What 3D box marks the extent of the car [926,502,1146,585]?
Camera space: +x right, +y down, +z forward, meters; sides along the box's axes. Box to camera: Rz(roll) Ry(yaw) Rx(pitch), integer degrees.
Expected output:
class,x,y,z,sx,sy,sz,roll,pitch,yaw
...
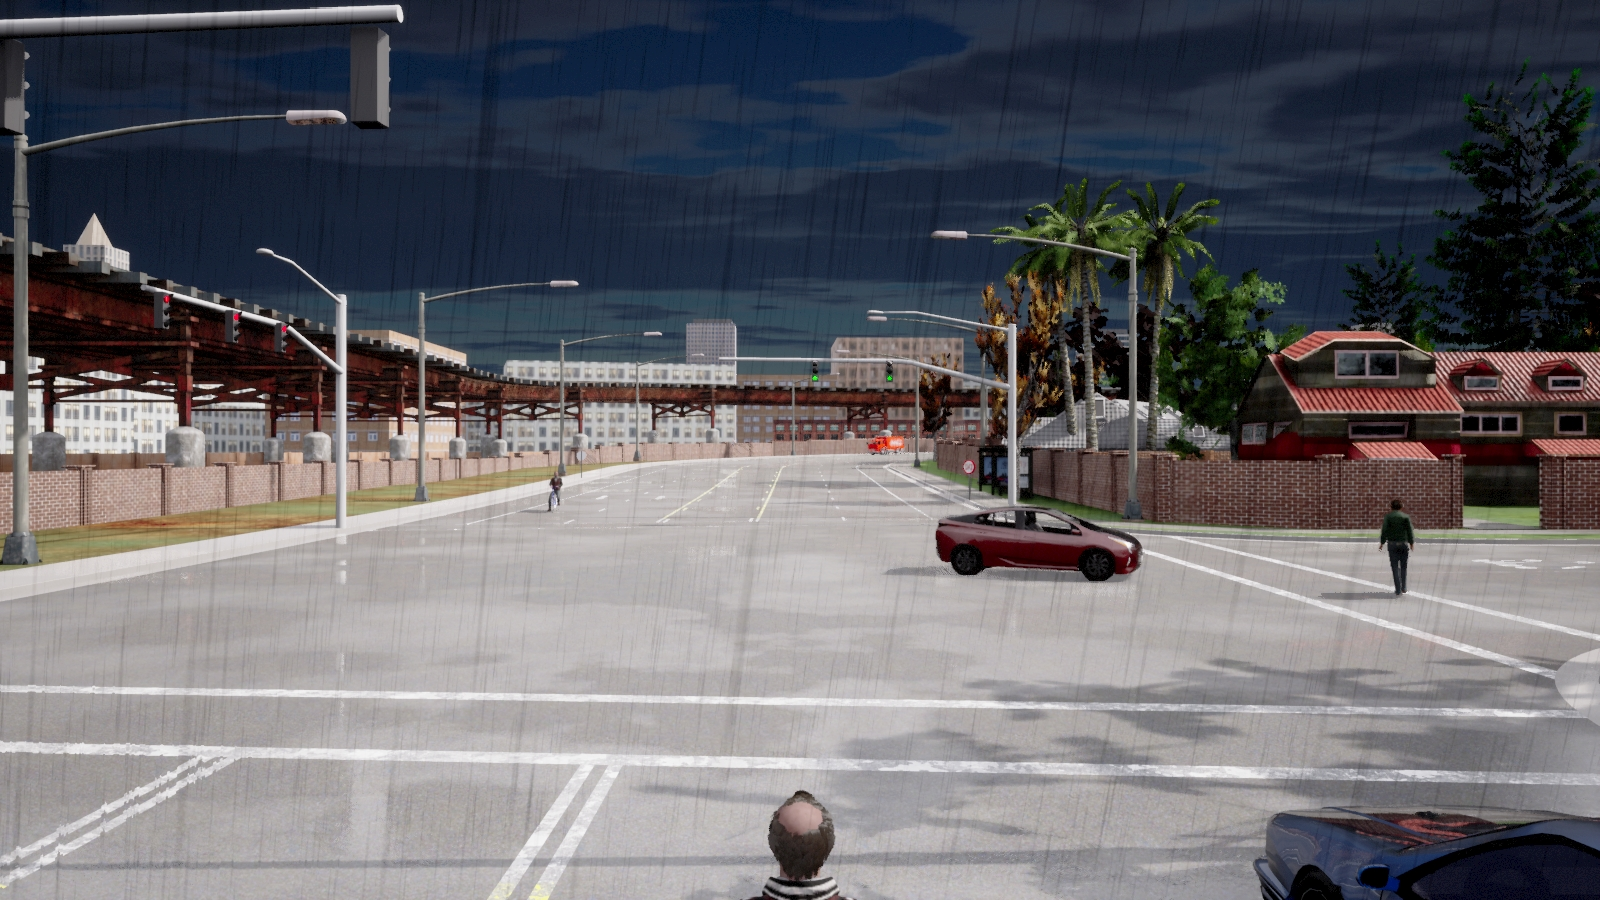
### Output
class,x,y,z,sx,sy,sz,roll,pitch,yaw
car,5.285,2.022,25.497,4.514,1.525,2.007,0,0,22

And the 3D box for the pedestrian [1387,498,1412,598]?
class,x,y,z,sx,sy,sz,roll,pitch,yaw
pedestrian,11.357,1.848,21.660,0.375,1.860,0.375,0,0,21

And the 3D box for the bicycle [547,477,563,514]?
class,x,y,z,sx,sy,sz,roll,pitch,yaw
bicycle,-10.519,1.934,49.111,0.329,1.496,1.835,0,0,0

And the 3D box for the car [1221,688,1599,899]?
class,x,y,z,sx,sy,sz,roll,pitch,yaw
car,3.467,2.106,4.038,2.033,1.411,5.357,0,0,1

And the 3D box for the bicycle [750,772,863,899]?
class,x,y,z,sx,sy,sz,roll,pitch,yaw
bicycle,0.019,2.048,3.681,0.329,1.496,1.835,0,0,0
